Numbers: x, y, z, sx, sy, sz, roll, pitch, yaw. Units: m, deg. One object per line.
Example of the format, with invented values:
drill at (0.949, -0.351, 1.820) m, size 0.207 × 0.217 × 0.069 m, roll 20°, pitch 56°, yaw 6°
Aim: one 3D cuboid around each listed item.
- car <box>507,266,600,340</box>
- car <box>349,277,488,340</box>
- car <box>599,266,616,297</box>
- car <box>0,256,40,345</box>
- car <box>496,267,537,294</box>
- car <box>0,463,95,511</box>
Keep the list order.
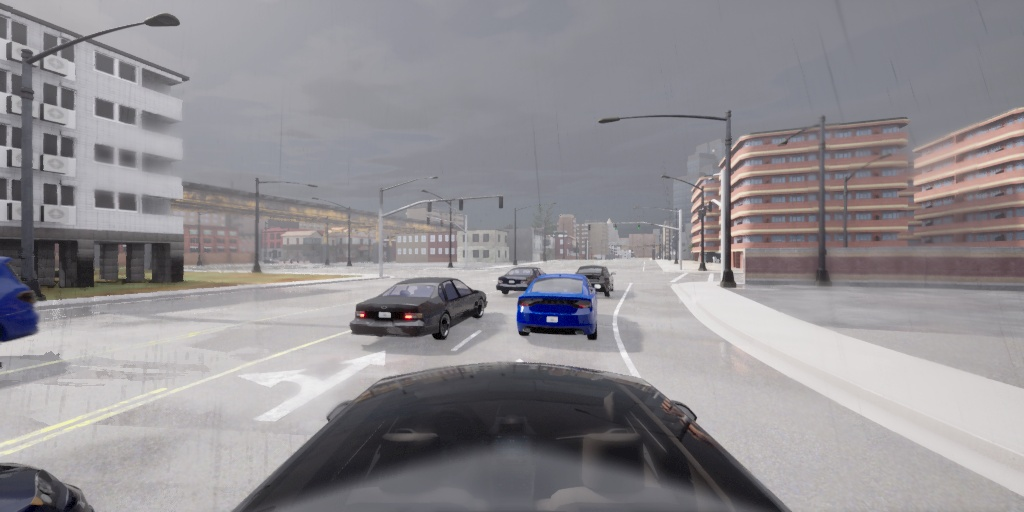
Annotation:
car at (1.459, 1.228, 10.197) m, size 1.882 × 1.535 × 5.008 m, roll 0°, pitch 0°, yaw 14°
car at (-2.202, 1.297, 10.075) m, size 2.033 × 1.411 × 5.357 m, roll 0°, pitch 0°, yaw 12°
car at (4.365, 1.255, 19.128) m, size 1.837 × 1.490 × 4.892 m, roll 0°, pitch 0°, yaw 19°
car at (-10.377, 0.971, 4.559) m, size 2.150 × 2.045 × 5.566 m, roll 0°, pitch 0°, yaw 5°
car at (0.847, 1.297, 19.674) m, size 2.033 × 1.411 × 5.357 m, roll 0°, pitch 0°, yaw 20°
car at (-3.228, 1.314, 0.165) m, size 1.994 × 1.385 × 4.181 m, roll 0°, pitch 0°, yaw -2°
